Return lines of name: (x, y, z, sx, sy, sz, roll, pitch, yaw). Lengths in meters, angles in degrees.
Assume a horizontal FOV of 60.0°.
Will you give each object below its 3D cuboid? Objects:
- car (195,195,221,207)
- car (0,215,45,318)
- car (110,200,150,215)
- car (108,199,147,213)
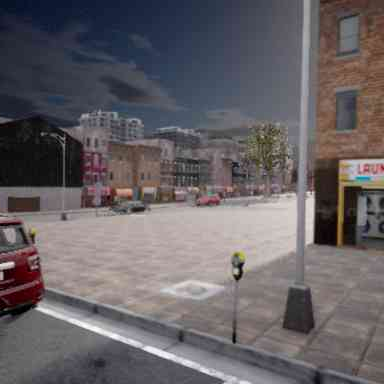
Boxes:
car: (2.849, 1.529, 57.756, 2.150, 2.045, 5.566, 2, 2, 35)
car: (-4.797, 1.326, 6.196, 5.009, 1.841, 2.192, 0, 2, 36)
car: (-7.001, 1.833, 39.021, 2.128, 1.511, 4.902, 2, 1, 35)
car: (-8.178, 1.778, 42.447, 1.837, 1.490, 4.892, 2, 1, 36)
